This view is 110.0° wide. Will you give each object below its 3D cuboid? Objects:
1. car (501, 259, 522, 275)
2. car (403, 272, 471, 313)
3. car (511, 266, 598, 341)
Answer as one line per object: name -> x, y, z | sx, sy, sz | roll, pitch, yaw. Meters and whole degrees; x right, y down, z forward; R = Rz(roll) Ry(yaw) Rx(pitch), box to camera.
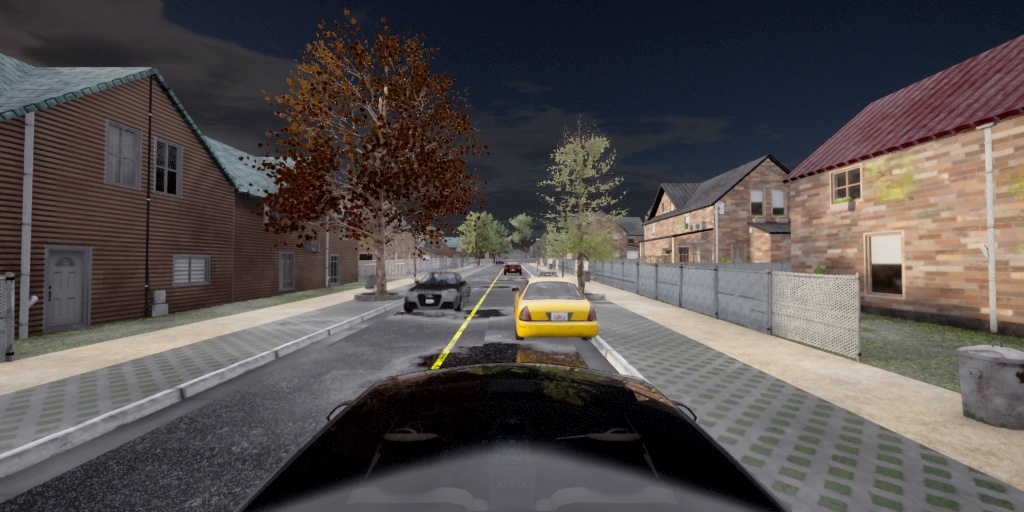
car -> 0.093, 1.254, 38.796 | 1.882, 1.535, 5.008 | 0, 0, 0
car -> -2.745, 1.321, 13.929 | 1.994, 1.385, 4.181 | 0, 0, 0
car -> 0.965, 1.210, 9.855 | 1.801, 1.575, 5.366 | 0, 0, 0
